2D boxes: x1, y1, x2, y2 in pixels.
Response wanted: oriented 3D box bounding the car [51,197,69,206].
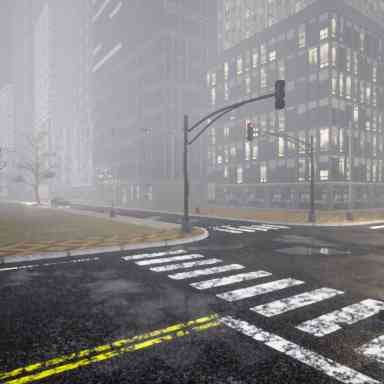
[{"bbox_3d":[-21.611,1.553,54.287,2.033,1.411,5.357,0,0,-35],"label":"car"}]
